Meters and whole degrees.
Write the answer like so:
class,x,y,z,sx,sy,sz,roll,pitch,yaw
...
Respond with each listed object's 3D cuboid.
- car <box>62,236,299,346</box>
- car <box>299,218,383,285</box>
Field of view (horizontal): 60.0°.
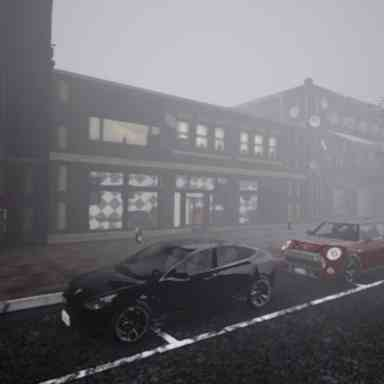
class,x,y,z,sx,sy,sz,roll,pitch,yaw
car,-0.174,1.597,6.422,4.313,1.339,1.947,1,1,-35
car,4.422,1.522,9.700,4.097,1.590,1.967,1,1,-35
